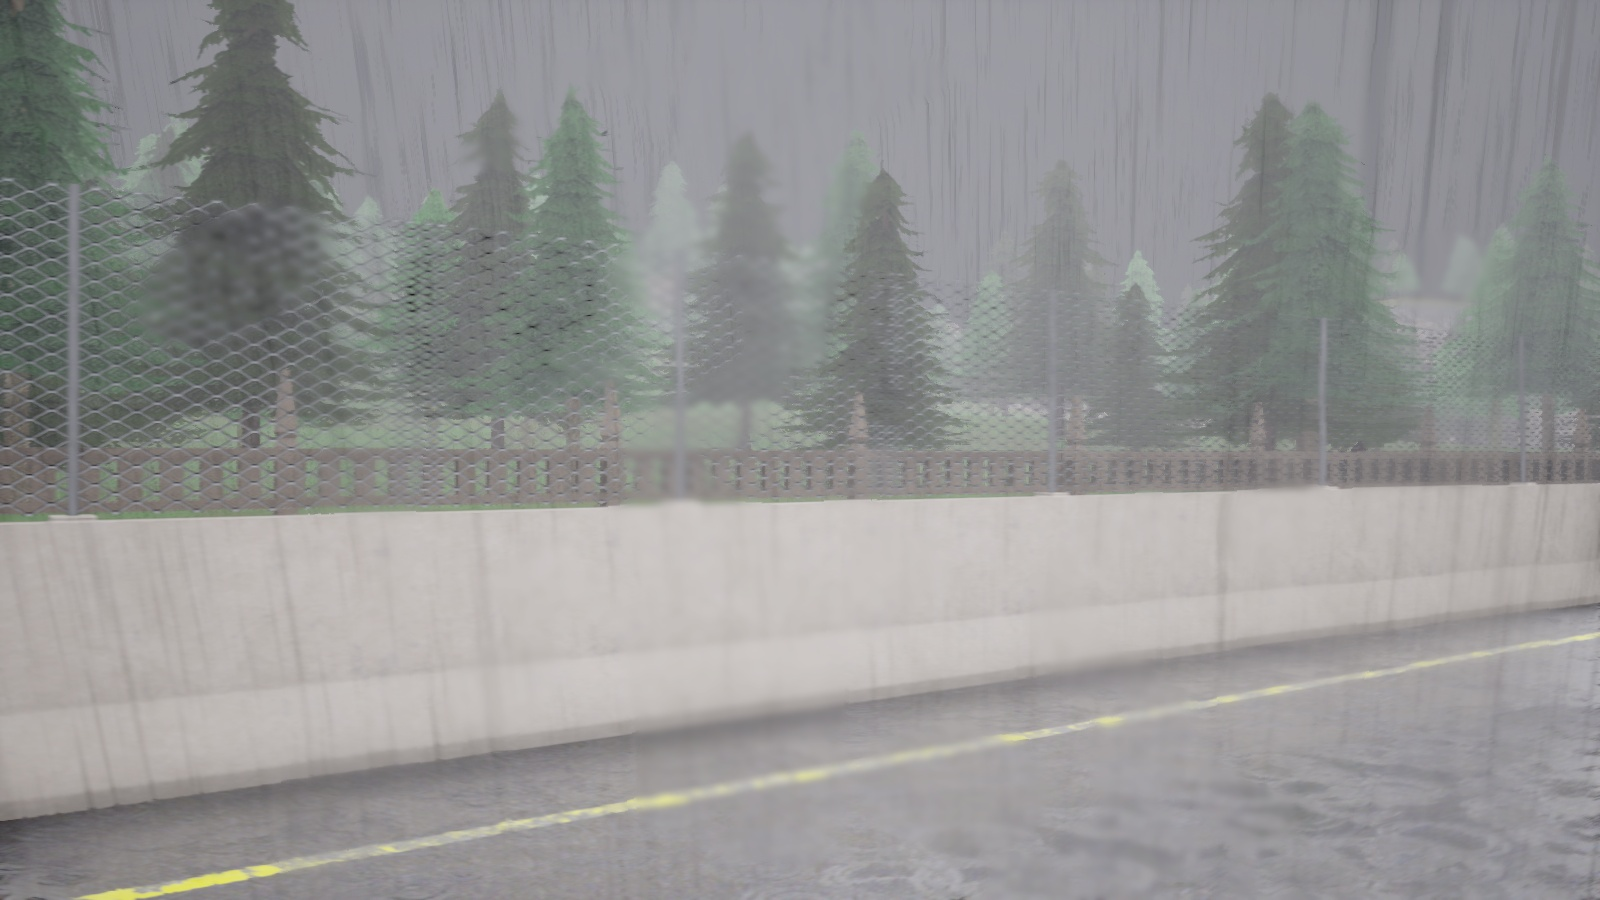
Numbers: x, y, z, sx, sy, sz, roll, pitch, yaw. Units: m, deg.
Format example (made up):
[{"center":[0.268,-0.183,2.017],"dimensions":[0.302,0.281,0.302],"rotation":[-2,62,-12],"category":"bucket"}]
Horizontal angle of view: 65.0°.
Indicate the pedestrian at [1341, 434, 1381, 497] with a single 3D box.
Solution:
[{"center":[16.820,0.460,37.661],"dimensions":[0.899,1.844,0.634],"rotation":[0,0,-20],"category":"pedestrian"}]
